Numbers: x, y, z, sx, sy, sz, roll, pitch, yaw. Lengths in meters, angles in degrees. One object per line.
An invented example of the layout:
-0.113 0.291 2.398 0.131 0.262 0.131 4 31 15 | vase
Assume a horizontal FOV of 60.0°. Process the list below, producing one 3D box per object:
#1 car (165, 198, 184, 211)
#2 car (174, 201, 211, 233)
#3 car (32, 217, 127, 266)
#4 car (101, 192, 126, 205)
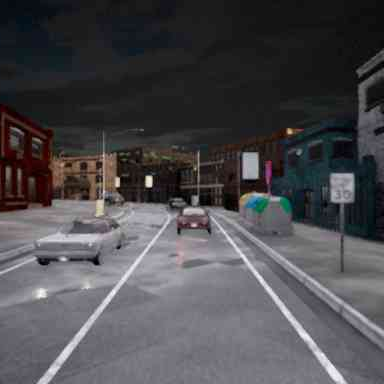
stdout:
-1.961 1.412 39.420 2.128 1.511 4.902 0 0 -14 | car
0.098 1.484 19.005 1.812 1.442 4.674 0 0 0 | car
-3.599 1.576 11.533 1.895 1.301 4.718 0 0 0 | car
-12.681 1.039 53.278 2.150 2.045 5.566 1 0 -37 | car
